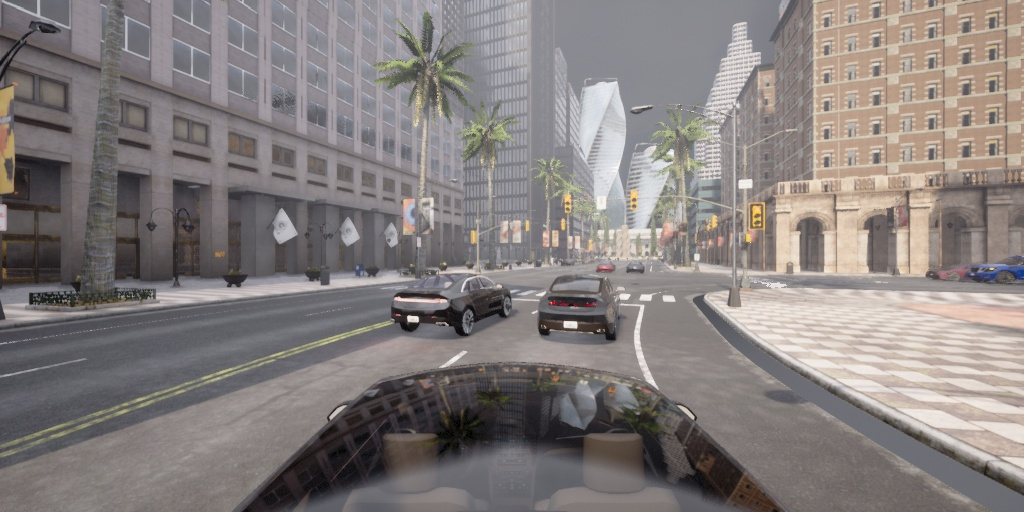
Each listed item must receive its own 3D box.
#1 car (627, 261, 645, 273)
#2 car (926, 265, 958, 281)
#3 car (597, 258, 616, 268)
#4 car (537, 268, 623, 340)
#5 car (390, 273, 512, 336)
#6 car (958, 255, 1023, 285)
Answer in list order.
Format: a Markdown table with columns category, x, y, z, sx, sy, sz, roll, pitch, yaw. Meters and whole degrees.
| category | x | y | z | sx | sy | sz | roll | pitch | yaw |
| --- | --- | --- | --- | --- | --- | --- | --- | --- | --- |
| car | 15.177 | 1.312 | 43.943 | 1.994 | 1.385 | 4.181 | 0 | 0 | 22 |
| car | 36.104 | 1.312 | 28.515 | 4.181 | 1.385 | 1.994 | 0 | 0 | 21 |
| car | 11.946 | 1.312 | 45.288 | 1.994 | 1.385 | 4.181 | 0 | 0 | 22 |
| car | 2.042 | 1.255 | 10.123 | 1.837 | 1.490 | 4.892 | 0 | 0 | 18 |
| car | -1.482 | 1.241 | 10.541 | 2.128 | 1.511 | 4.902 | 0 | 0 | 19 |
| car | 35.813 | 0.970 | 24.869 | 5.566 | 2.045 | 2.150 | 0 | 0 | 21 |
